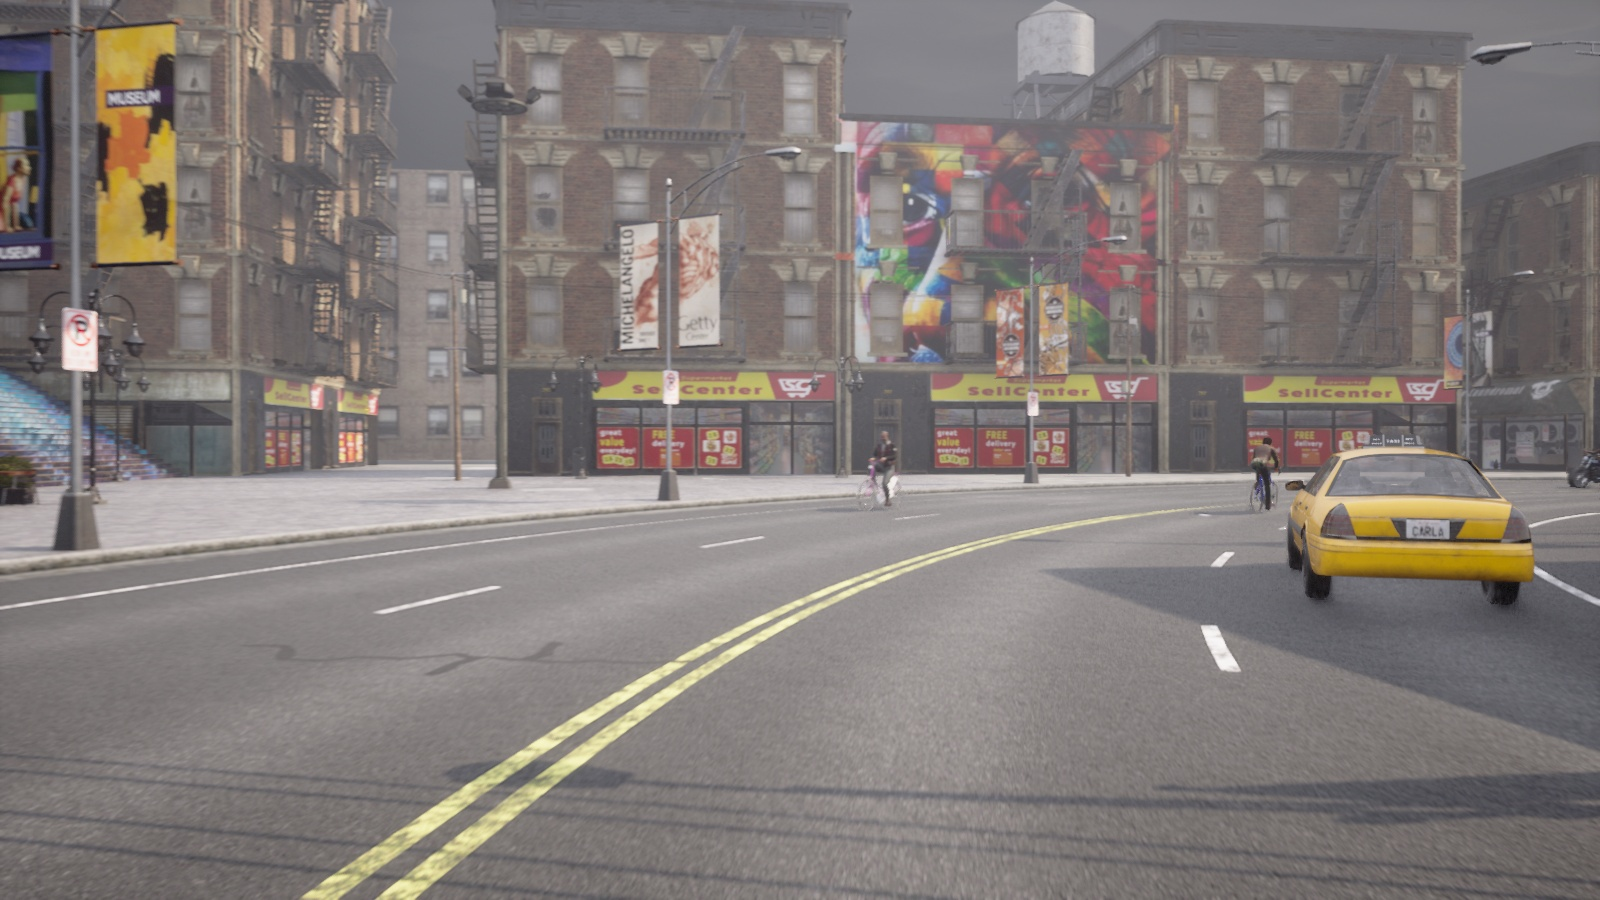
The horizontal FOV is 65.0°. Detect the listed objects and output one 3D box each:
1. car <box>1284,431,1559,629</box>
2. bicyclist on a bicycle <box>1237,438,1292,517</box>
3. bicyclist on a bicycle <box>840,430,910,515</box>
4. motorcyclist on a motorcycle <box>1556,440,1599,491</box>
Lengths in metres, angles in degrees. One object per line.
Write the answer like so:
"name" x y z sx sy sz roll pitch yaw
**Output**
"car" 6.051 0.623 12.858 1.801 1.575 5.366 0 0 18
"bicyclist on a bicycle" 9.883 0.565 26.702 0.582 1.620 1.656 1 0 39
"bicyclist on a bicycle" 1.647 0.465 27.331 0.659 1.776 1.843 1 0 34
"motorcyclist on a motorcycle" 26.126 0.508 41.277 2.350 1.649 0.766 0 1 -15
